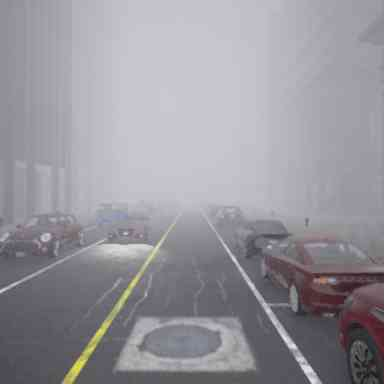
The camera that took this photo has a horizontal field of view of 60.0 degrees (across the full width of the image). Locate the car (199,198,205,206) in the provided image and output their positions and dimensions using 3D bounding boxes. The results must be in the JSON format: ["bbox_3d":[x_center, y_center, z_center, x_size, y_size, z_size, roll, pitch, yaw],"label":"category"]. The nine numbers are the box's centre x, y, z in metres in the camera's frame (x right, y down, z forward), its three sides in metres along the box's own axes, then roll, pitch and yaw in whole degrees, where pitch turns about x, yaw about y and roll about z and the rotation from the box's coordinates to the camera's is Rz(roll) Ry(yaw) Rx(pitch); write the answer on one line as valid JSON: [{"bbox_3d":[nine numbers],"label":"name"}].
[{"bbox_3d":[2.722,2.363,63.924,1.802,1.307,4.206,0,-1,0],"label":"car"}]

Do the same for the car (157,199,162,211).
[{"bbox_3d":[-5.793,2.010,47.007,1.967,1.590,4.097,0,-1,0],"label":"car"}]

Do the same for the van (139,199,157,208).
[{"bbox_3d":[-5.790,1.841,41.372,1.690,1.788,3.998,0,-1,0],"label":"van"}]

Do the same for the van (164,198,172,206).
[{"bbox_3d":[-5.814,2.335,80.826,1.690,1.788,3.998,0,-1,0],"label":"van"}]

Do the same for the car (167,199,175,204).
[{"bbox_3d":[-5.819,2.724,92.095,1.802,1.307,4.206,0,-1,0],"label":"car"}]

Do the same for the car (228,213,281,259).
[{"bbox_3d":[2.753,1.726,13.202,1.947,1.339,4.313,0,-1,0],"label":"car"}]

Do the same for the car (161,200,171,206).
[{"bbox_3d":[-5.809,2.504,75.187,1.802,1.307,4.206,0,-1,0],"label":"car"}]

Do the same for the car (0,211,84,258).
[{"bbox_3d":[-5.773,1.598,13.190,1.967,1.590,4.097,0,-1,0],"label":"car"}]

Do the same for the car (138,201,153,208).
[{"bbox_3d":[-5.786,1.981,35.733,2.008,1.369,4.403,0,-1,0],"label":"car"}]

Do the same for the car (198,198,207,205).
[{"bbox_3d":[2.708,2.384,86.470,2.192,1.841,5.009,0,-1,0],"label":"car"}]

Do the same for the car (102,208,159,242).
[{"bbox_3d":[-3.110,1.776,17.652,1.994,1.385,4.181,0,-1,0],"label":"car"}]

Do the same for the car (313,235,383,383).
[{"bbox_3d":[2.758,1.340,1.933,2.192,1.841,5.009,0,-1,0],"label":"car"}]

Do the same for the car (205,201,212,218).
[{"bbox_3d":[2.739,1.997,35.745,1.947,1.339,4.313,0,-1,0],"label":"car"}]

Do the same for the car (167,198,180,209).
[{"bbox_3d":[-3.086,2.218,58.601,1.837,1.490,4.892,0,-1,1],"label":"car"}]

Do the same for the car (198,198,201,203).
[{"bbox_3d":[2.719,2.433,69.561,1.802,1.307,4.206,0,-1,0],"label":"car"}]

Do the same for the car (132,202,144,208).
[{"bbox_3d":[-5.783,1.885,29.928,1.752,1.417,4.829,0,-1,0],"label":"car"}]

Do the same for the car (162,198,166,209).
[{"bbox_3d":[-5.797,1.954,52.645,2.192,1.841,5.009,0,-1,0],"label":"car"}]

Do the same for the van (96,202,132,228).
[{"bbox_3d":[-5.780,1.634,24.463,1.690,1.788,3.998,0,-1,0],"label":"van"}]

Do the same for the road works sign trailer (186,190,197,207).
[{"bbox_3d":[-0.042,1.339,71.462,2.380,3.560,2.880,0,-1,0],"label":"road works sign trailer"}]

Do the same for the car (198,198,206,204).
[{"bbox_3d":[2.704,2.458,92.106,2.192,1.841,5.009,0,-1,0],"label":"car"}]

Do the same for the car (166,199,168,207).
[{"bbox_3d":[-5.799,2.275,58.278,1.947,1.339,4.313,0,-1,0],"label":"car"}]

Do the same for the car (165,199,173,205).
[{"bbox_3d":[-5.816,2.591,86.289,1.752,1.417,4.829,0,-1,0],"label":"car"}]

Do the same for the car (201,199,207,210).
[{"bbox_3d":[2.729,2.223,52.653,1.802,1.307,4.206,0,-1,0],"label":"car"}]

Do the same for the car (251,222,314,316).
[{"bbox_3d":[2.756,1.637,7.566,1.887,1.381,4.507,0,-1,0],"label":"car"}]

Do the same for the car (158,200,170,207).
[{"bbox_3d":[-5.806,2.401,69.550,2.008,1.369,4.403,0,-1,0],"label":"car"}]

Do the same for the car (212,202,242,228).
[{"bbox_3d":[2.745,1.735,24.474,1.967,1.590,4.097,0,-1,0],"label":"car"}]
